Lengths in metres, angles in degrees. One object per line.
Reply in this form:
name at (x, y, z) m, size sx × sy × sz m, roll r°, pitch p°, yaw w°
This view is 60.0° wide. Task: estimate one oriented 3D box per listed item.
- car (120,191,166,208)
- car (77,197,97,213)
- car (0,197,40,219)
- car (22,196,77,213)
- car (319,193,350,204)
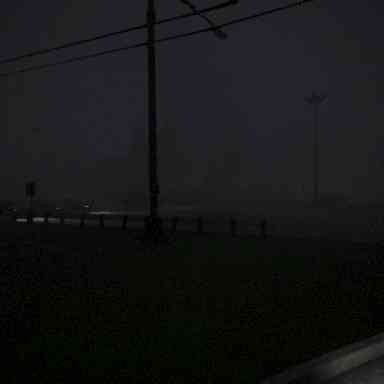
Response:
car at (-6.032, 0.871, 40.631) m, size 5.566 × 2.045 × 2.150 m, roll -1°, pitch 1°, yaw 12°
car at (-11.818, 1.297, 33.641) m, size 4.892 × 1.490 × 1.837 m, roll 0°, pitch 1°, yaw 28°
car at (-15.205, 1.403, 27.513) m, size 4.892 × 1.490 × 1.837 m, roll 0°, pitch 1°, yaw 28°
car at (-13.160, 1.369, 30.394) m, size 4.674 × 1.442 × 1.812 m, roll 0°, pitch 1°, yaw 28°
car at (19.037, 0.824, 44.555) m, size 4.674 × 1.442 × 1.812 m, roll -1°, pitch 1°, yaw -26°
